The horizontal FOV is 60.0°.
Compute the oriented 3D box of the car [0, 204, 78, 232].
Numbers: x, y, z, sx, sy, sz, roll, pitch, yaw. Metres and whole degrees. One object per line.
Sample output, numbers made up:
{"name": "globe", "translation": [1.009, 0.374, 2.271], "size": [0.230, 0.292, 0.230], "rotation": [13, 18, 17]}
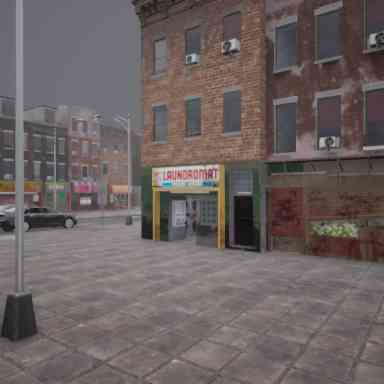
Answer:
{"name": "car", "translation": [-9.290, 1.574, 20.184], "size": [1.837, 1.490, 4.892], "rotation": [0, 0, 35]}
